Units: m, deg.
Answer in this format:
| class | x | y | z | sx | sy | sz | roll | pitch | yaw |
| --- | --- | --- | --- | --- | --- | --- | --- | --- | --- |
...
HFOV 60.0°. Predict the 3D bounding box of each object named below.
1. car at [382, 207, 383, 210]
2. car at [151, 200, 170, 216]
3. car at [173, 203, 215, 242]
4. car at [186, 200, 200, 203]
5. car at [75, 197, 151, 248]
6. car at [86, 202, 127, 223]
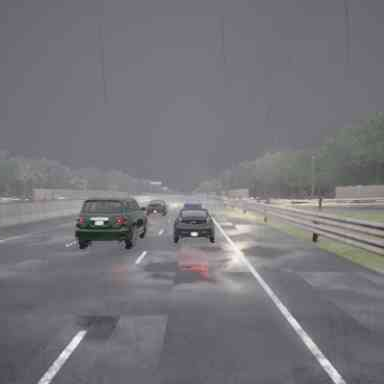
| class | x | y | z | sx | sy | sz | roll | pitch | yaw |
| --- | --- | --- | --- | --- | --- | --- | --- | --- | --- |
| car | 21.400 | 1.231 | 33.327 | 1.812 | 1.442 | 4.674 | 0 | -3 | -18 |
| car | -3.402 | 1.551 | 33.198 | 1.837 | 1.490 | 4.892 | 0 | 0 | 0 |
| car | 0.099 | 1.520 | 16.434 | 1.837 | 1.490 | 4.892 | 0 | 0 | 0 |
| car | 0.097 | 1.528 | 34.766 | 1.882 | 1.535 | 5.008 | 0 | 0 | 0 |
| car | -3.390 | 1.235 | 14.930 | 2.150 | 2.045 | 5.566 | 0 | 0 | 0 |
| car | -6.902 | 1.581 | 27.443 | 2.033 | 1.411 | 5.357 | 0 | 0 | 0 |
